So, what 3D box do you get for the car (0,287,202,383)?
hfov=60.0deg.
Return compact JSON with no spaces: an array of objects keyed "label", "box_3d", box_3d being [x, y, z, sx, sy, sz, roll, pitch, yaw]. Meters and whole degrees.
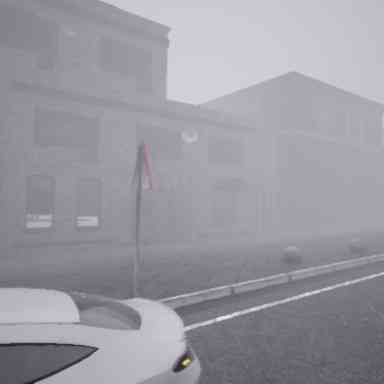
[{"label":"car","box_3d":[-2.070,1.526,2.209,4.674,1.442,1.812,0,0,-36]}]
